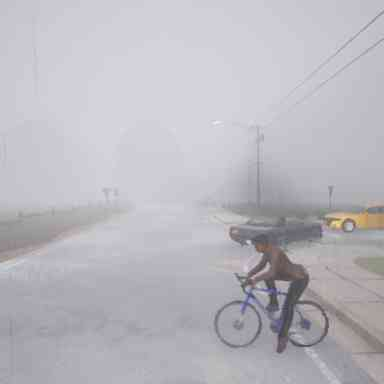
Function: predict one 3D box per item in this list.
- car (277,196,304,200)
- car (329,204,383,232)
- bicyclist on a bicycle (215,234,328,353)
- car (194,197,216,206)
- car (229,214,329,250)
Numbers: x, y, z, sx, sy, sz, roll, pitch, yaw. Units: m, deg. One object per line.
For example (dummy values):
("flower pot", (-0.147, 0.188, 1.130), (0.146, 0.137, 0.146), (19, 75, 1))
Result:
("car", (17.738, 1.465, 59.515), (5.008, 1.535, 1.882), (0, 0, -3))
("car", (10.241, 1.474, 19.342), (5.008, 1.535, 1.882), (0, 0, -2))
("bicyclist on a bicycle", (1.142, 1.425, 4.754), (1.656, 1.620, 0.582), (0, 0, -1))
("car", (2.049, 1.481, 52.827), (1.812, 1.442, 4.674), (0, 0, 34))
("car", (3.772, 1.598, 14.212), (4.718, 1.301, 1.895), (0, 0, -44))
